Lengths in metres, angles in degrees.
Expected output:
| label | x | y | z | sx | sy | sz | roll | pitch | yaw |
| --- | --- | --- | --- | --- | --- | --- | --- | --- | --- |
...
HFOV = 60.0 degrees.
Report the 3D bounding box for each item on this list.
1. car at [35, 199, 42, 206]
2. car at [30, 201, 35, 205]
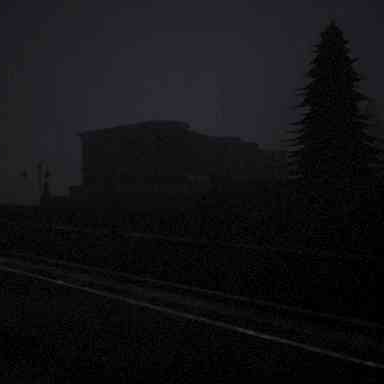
| label | x | y | z | sx | sy | sz | roll | pitch | yaw |
| --- | --- | --- | --- | --- | --- | --- | --- | --- | --- |
| car | -24.305 | 1.607 | 58.400 | 2.097 | 1.767 | 4.553 | 0 | 0 | 37 |
| car | -27.041 | 1.797 | 60.543 | 1.812 | 1.442 | 4.674 | 0 | 0 | 37 |
